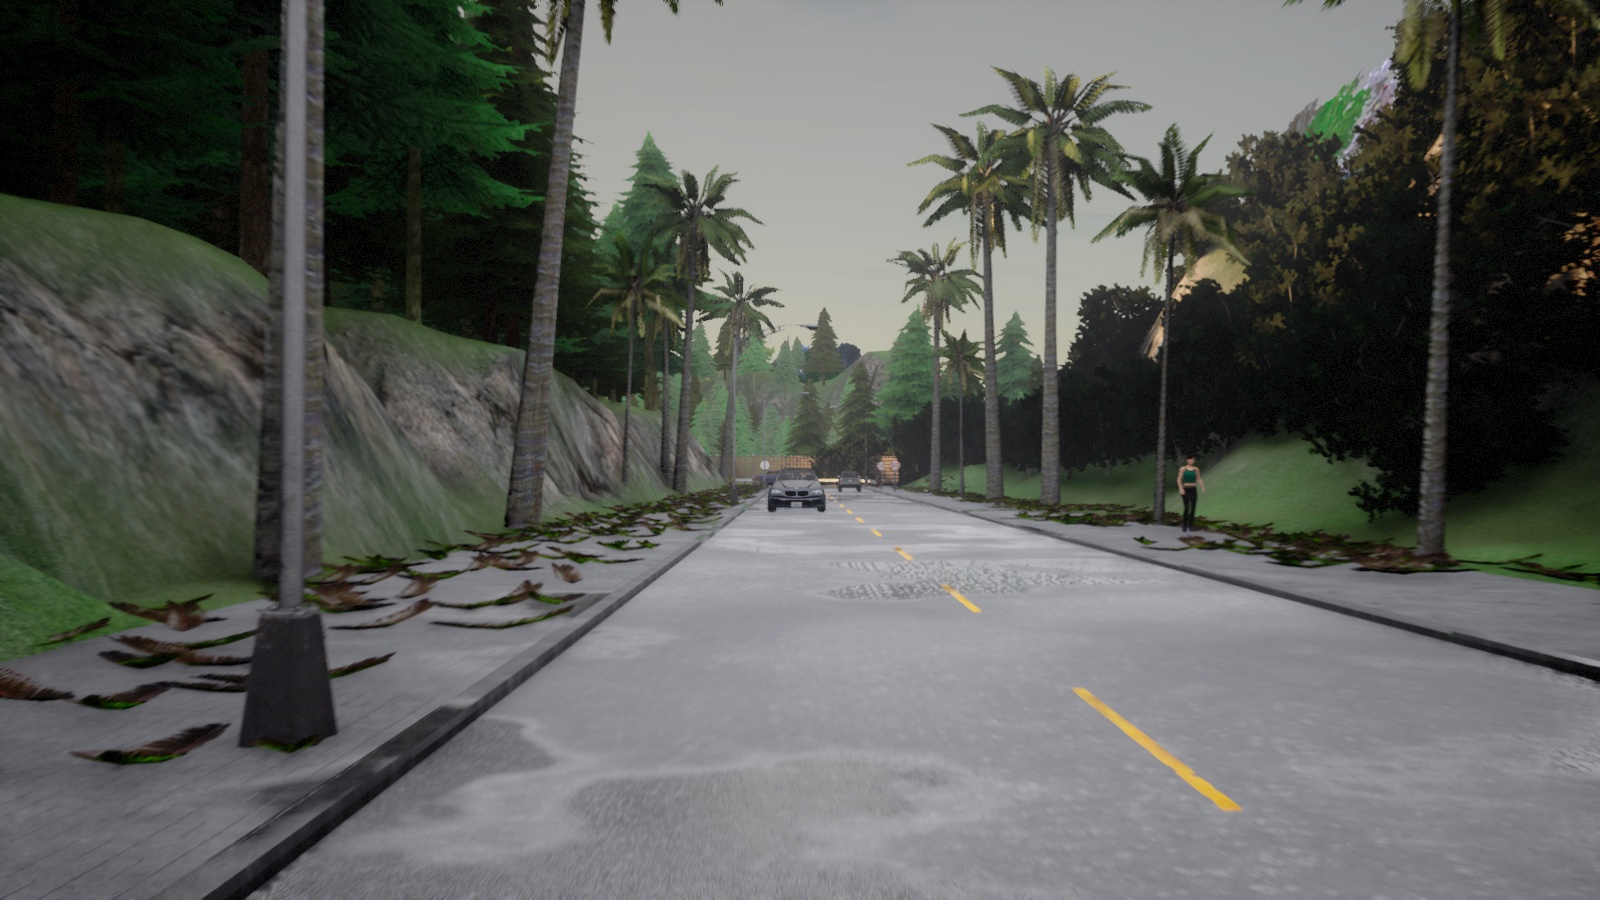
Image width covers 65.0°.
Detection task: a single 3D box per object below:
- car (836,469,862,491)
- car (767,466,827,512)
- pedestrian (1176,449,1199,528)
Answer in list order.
[{"bbox_3d":[3.833,2.332,97.967,1.851,1.617,3.988,0,-1,0],"label":"car"},{"bbox_3d":[-0.114,1.471,48.632,2.242,1.667,4.611,0,-1,0],"label":"car"},{"bbox_3d":[9.156,0.911,29.708,0.345,1.836,0.594,0,-1,0],"label":"pedestrian"}]
